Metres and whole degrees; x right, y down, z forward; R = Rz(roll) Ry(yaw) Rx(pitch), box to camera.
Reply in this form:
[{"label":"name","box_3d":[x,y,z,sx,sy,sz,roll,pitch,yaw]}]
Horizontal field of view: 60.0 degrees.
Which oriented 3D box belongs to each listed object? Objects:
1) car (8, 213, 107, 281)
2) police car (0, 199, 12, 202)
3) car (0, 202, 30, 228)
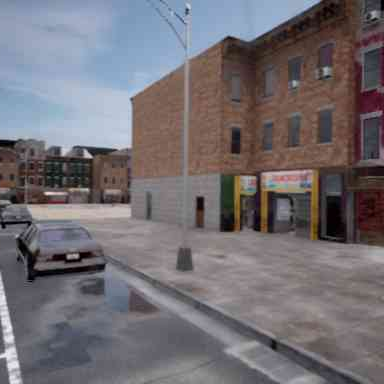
[{"label":"car","box_3d":[-4.186,1.601,10.120,2.033,1.411,5.357,1,-1,-32]},{"label":"police car","box_3d":[-21.492,1.607,37.706,1.930,1.638,5.238,1,-1,-32]},{"label":"car","box_3d":[-12.218,1.659,23.015,2.033,1.411,5.357,1,-1,-32]}]
